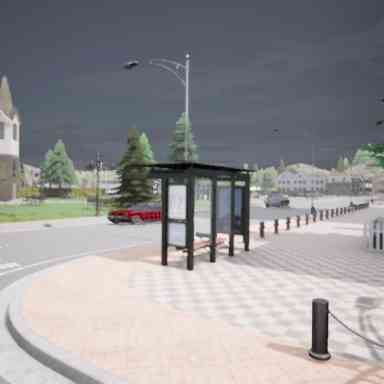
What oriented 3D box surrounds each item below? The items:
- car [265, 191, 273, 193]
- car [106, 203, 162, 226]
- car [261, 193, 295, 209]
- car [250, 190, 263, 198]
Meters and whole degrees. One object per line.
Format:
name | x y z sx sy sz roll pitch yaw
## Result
car | 19.488 0.908 77.564 3.633 1.501 1.845 1 1 35
car | -3.112 1.351 21.202 1.895 1.301 4.718 1 1 35
car | 10.498 1.252 40.609 1.837 1.490 4.892 1 0 35
car | 15.115 0.801 84.259 3.806 1.475 1.970 1 1 35
